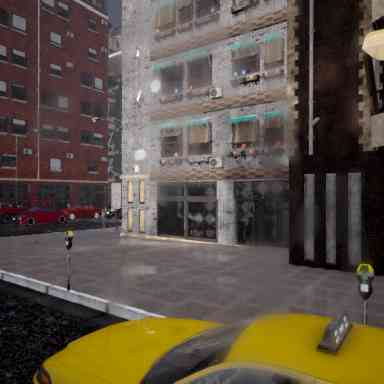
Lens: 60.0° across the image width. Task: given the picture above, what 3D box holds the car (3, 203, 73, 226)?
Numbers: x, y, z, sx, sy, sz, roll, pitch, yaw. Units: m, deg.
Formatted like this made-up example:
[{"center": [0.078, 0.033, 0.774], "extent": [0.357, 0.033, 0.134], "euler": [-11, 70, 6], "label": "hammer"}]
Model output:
[{"center": [-12.004, 1.851, 26.174], "extent": [1.994, 1.385, 4.181], "euler": [0, -1, 35], "label": "car"}]

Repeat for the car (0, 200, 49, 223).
[{"center": [-14.151, 1.591, 27.650], "extent": [2.192, 1.841, 5.009], "euler": [-1, -2, 35], "label": "car"}]

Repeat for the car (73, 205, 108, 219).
[{"center": [-10.854, 1.924, 32.288], "extent": [1.887, 1.381, 4.507], "euler": [-1, -2, 35], "label": "car"}]

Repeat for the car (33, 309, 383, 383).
[{"center": [0.736, 1.525, 2.350], "extent": [4.829, 1.417, 1.752], "euler": [0, 0, 36], "label": "car"}]

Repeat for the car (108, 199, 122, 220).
[{"center": [-6.448, 1.682, 33.995], "extent": [2.150, 2.045, 5.566], "euler": [0, -1, 35], "label": "car"}]
